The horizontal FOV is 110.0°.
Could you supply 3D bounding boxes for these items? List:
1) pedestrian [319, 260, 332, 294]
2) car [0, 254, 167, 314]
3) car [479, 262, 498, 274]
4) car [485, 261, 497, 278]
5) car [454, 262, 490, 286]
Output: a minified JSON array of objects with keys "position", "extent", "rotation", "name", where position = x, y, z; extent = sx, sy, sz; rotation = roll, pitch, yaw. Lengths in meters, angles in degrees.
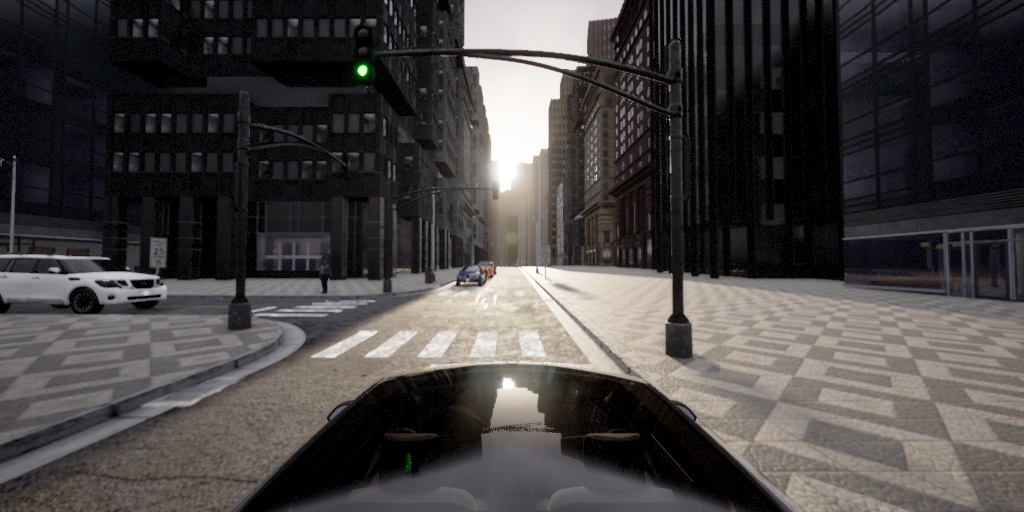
[{"position":[-9.993,1.084,19.162],"extent":[0.375,1.860,0.375],"rotation":[0,-2,0],"name":"pedestrian"},{"position":[-15.894,0.978,12.963],"extent":[5.566,2.045,2.150],"rotation":[0,-2,2],"name":"car"},{"position":[-3.048,1.603,47.764],"extent":[2.128,1.511,4.902],"rotation":[0,-1,0],"name":"car"},{"position":[-3.069,1.367,37.817],"extent":[2.097,1.767,4.553],"rotation":[0,-1,0],"name":"car"},{"position":[-3.080,1.455,27.811],"extent":[1.812,1.442,4.674],"rotation":[0,0,2],"name":"car"}]
